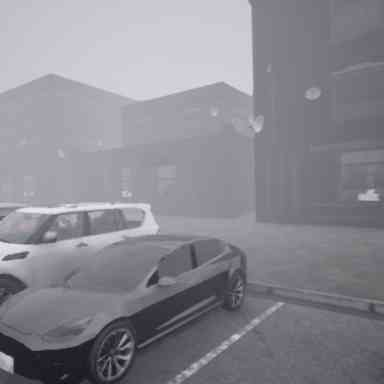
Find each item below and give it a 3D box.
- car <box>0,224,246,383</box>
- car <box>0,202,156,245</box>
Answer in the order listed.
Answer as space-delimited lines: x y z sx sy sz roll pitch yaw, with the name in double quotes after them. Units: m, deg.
-0.751 1.548 5.768 2.163 1.488 4.792 -1 0 35 "car"
-2.998 1.292 7.370 2.435 2.045 5.566 -1 0 35 "car"
